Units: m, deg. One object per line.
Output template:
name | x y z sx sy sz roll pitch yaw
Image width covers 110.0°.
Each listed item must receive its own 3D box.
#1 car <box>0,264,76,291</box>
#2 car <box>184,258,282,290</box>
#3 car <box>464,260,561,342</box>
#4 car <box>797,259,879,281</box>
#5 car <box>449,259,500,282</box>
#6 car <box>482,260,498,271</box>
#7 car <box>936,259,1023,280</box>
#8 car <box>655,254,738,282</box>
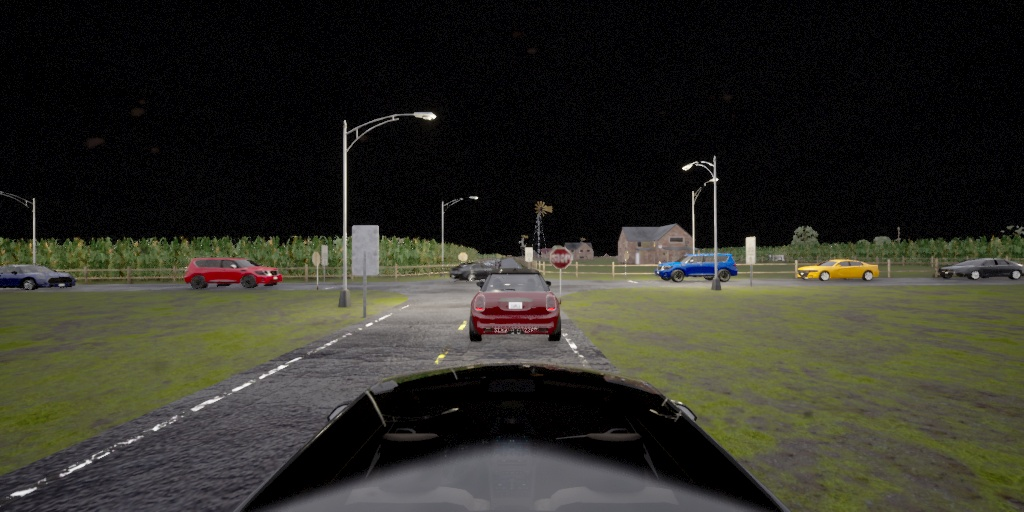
car | -32.609 1.387 24.208 4.553 1.767 2.097 0 0 1
car | -18.586 1.127 24.013 5.566 2.045 2.150 0 0 1
car | 0.058 1.103 9.982 2.097 1.767 4.553 0 0 -1
car | 23.871 1.014 26.377 5.008 1.535 1.882 -1 0 1
car | -2.709 1.263 28.427 1.837 1.490 4.892 3 2 44
car | -2.990 1.288 49.512 1.837 1.490 4.892 0 0 0
car | 34.233 0.949 26.230 4.892 1.490 1.837 -1 0 0
car | 13.564 0.851 26.519 5.566 2.045 2.150 -1 0 0
